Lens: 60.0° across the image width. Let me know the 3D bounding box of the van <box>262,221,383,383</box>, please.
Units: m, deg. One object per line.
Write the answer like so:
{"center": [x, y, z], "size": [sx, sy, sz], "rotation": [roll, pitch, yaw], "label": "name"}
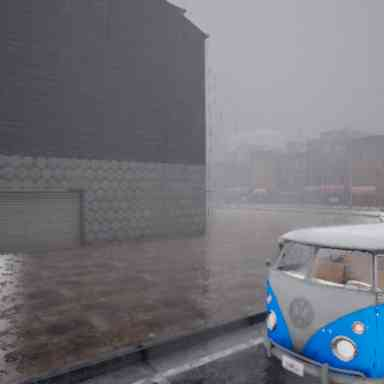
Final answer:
{"center": [2.793, 1.352, 4.813], "size": [3.998, 1.788, 1.690], "rotation": [0, -1, -36], "label": "van"}
